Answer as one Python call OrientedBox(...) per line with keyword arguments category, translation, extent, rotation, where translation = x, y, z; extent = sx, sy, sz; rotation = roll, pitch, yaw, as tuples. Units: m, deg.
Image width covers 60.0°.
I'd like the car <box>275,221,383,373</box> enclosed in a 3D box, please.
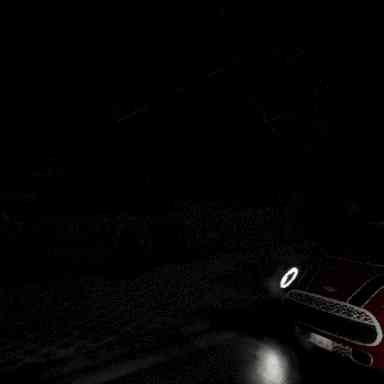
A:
OrientedBox(category="car", translation=(3.481, 1.303, 5.557), extent=(4.553, 1.767, 2.097), rotation=(-1, 0, -35))
